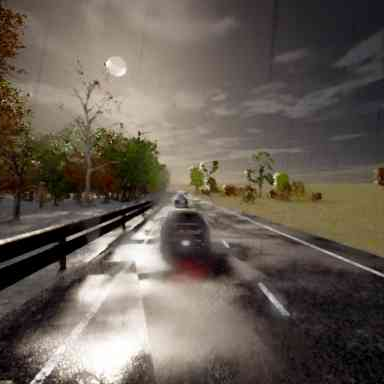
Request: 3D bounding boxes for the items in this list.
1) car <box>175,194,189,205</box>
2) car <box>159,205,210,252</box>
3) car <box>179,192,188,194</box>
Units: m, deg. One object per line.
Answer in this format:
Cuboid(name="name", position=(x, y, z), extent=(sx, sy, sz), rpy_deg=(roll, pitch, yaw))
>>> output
Cuboid(name="car", position=(-1.537, 1.412, 49.762), extent=(2.128, 1.511, 4.902), rpy_deg=(0, 0, -2))
Cuboid(name="car", position=(-0.299, 1.488, 13.818), extent=(1.837, 1.490, 4.892), rpy_deg=(0, 0, -2))
Cuboid(name="car", position=(-2.676, 1.394, 82.795), extent=(1.994, 1.385, 4.181), rpy_deg=(0, 0, -2))
